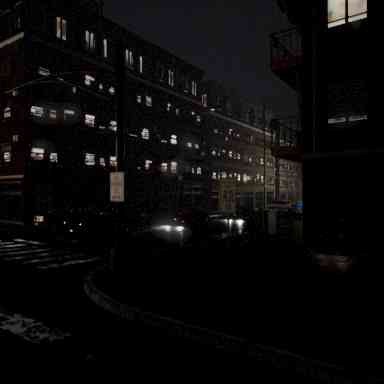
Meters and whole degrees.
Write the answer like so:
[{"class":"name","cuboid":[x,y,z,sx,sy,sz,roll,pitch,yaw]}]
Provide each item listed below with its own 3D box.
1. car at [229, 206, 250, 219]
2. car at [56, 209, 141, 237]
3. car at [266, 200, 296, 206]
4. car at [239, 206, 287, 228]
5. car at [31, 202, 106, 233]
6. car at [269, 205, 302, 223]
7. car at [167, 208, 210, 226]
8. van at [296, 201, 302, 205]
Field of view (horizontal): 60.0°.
[{"class":"car","cuboid":[5.519,2.196,35.967,1.994,1.385,4.181,0,-1,34]},{"class":"car","cuboid":[-5.435,1.884,20.320,1.895,1.301,4.718,0,-1,36]},{"class":"car","cuboid":[11.695,2.049,44.711,2.150,2.045,5.566,0,-1,35]},{"class":"car","cuboid":[5.694,2.048,26.179,1.802,1.307,4.206,-2,-2,35]},{"class":"car","cuboid":[-7.697,1.604,21.603,2.192,1.841,5.009,-1,-2,35]},{"class":"car","cuboid":[8.951,2.121,30.839,2.008,1.369,4.403,-2,-2,35]},{"class":"car","cuboid":[-0.195,2.013,27.793,1.994,1.385,4.181,0,-1,34]},{"class":"van","cuboid":[18.357,2.463,58.868,1.690,1.788,3.998,-1,-2,35]}]
